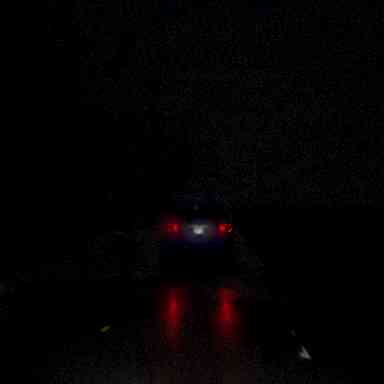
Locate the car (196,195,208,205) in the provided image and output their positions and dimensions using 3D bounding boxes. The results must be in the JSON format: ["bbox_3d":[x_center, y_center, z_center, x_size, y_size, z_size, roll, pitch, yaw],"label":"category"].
[{"bbox_3d":[1.782,1.354,57.865,1.837,1.490,4.892,0,0,6],"label":"car"}]

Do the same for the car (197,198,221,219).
[{"bbox_3d":[1.576,1.413,29.530,1.882,1.535,5.008,0,1,6],"label":"car"}]

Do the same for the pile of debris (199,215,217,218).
[{"bbox_3d":[1.434,2.112,28.876,1.500,0.140,1.860,0,0,5],"label":"pile of debris"}]

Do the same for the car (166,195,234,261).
[{"bbox_3d":[0.353,1.209,12.322,2.150,2.045,5.566,0,0,3],"label":"car"}]
